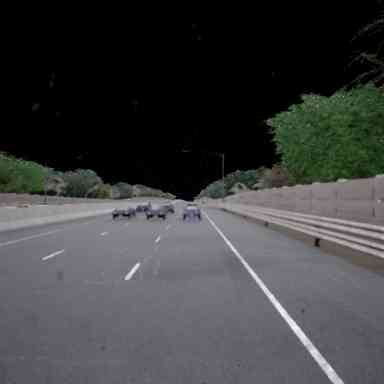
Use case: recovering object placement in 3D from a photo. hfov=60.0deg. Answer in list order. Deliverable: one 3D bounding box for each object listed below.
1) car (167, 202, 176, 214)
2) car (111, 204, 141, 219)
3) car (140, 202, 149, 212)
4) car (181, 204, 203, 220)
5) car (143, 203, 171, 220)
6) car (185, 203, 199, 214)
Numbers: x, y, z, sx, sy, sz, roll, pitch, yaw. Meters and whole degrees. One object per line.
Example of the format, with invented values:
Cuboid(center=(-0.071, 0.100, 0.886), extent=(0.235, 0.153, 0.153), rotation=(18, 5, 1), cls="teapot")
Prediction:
Cuboid(center=(-3.465, 2.270, 47.439), extent=(1.837, 1.490, 4.892), rotation=(0, -1, 1), cls="car")
Cuboid(center=(-6.991, 2.121, 34.913), extent=(1.895, 1.301, 4.718), rotation=(0, -1, 0), cls="car")
Cuboid(center=(-6.951, 2.288, 49.735), extent=(1.882, 1.535, 5.008), rotation=(0, -1, 0), cls="car")
Cuboid(center=(0.000, 2.028, 34.021), extent=(1.812, 1.442, 4.674), rotation=(0, -1, 0), cls="car")
Cuboid(center=(-3.500, 2.104, 34.039), extent=(1.895, 1.301, 4.718), rotation=(0, -1, 0), cls="car")
Cuboid(center=(0.035, 2.328, 47.435), extent=(1.994, 1.385, 4.181), rotation=(0, -1, 1), cls="car")
